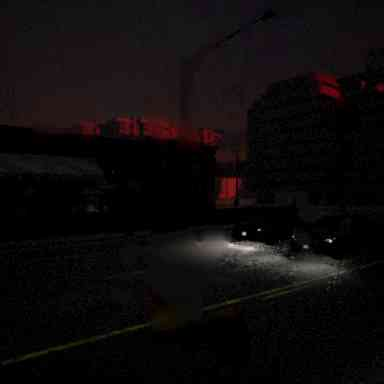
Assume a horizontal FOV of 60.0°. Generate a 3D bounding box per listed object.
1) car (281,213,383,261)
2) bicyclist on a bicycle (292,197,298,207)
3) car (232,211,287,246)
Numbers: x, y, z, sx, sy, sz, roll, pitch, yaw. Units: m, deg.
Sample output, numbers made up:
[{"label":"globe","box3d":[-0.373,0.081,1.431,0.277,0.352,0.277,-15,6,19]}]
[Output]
[{"label":"car","box3d":[5.718,1.584,12.718,4.674,1.442,1.812,0,0,-37]},{"label":"bicyclist on a bicycle","box3d":[15.960,1.530,51.687,1.656,1.620,0.582,0,0,-39]},{"label":"car","box3d":[3.865,1.632,15.707,4.181,1.385,1.994,0,0,-37]}]
